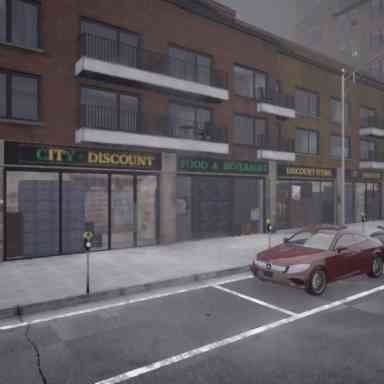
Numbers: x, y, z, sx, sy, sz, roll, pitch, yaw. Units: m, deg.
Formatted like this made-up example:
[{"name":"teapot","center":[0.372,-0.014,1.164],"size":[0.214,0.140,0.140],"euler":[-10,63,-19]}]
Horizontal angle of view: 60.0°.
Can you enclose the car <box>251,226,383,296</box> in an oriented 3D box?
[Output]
[{"name":"car","center":[3.394,1.582,8.598],"size":[4.206,1.307,1.802],"euler":[0,0,-35]}]
